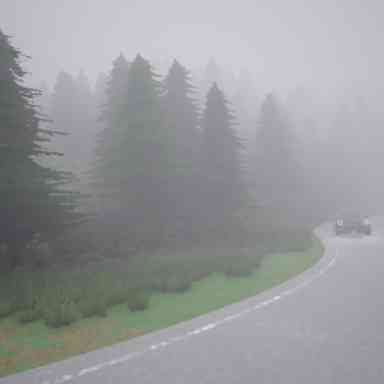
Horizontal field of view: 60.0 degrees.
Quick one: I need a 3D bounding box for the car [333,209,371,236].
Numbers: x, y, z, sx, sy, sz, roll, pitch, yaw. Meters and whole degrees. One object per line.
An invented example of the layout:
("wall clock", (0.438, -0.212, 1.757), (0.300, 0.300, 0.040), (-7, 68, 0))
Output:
("car", (11.051, 2.022, 23.261), (2.097, 1.767, 4.553), (-4, -3, 20))
